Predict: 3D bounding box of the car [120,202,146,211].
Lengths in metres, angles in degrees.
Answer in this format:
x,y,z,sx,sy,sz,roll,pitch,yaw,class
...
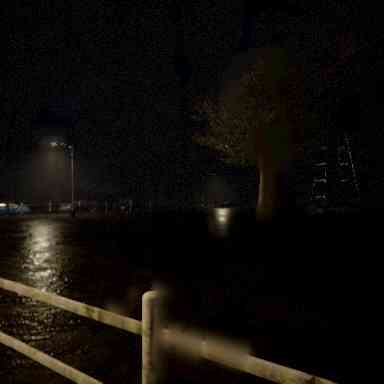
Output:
x,y,z,sx,sy,sz,roll,pitch,yaw,class
-9.201,2.247,52.228,1.812,1.442,4.674,-2,-2,36,car

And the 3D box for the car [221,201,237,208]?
x,y,z,sx,sy,sz,roll,pitch,yaw,class
7.711,2.617,69.464,1.994,1.385,4.181,-2,-2,36,car

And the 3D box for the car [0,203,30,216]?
x,y,z,sx,sy,sz,roll,pitch,yaw,class
-20.668,1.939,36.274,2.033,1.411,5.357,-2,-2,35,car

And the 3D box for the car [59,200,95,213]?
x,y,z,sx,sy,sz,roll,pitch,yaw,class
-15.134,1.900,43.983,2.097,1.767,4.553,-2,-2,36,car
